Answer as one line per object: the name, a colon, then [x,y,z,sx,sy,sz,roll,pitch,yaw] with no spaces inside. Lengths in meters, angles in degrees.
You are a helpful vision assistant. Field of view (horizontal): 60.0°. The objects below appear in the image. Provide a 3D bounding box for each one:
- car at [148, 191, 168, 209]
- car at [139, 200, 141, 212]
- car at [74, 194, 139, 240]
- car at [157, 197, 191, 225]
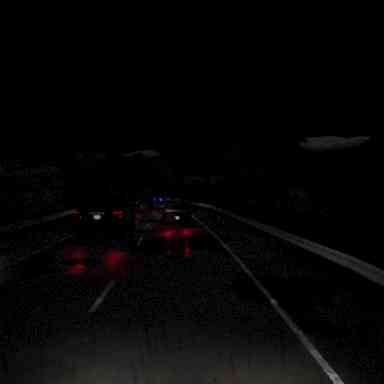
car: [-4.114,0.939,40.539,2.150,2.045,5.566,0,1,-13]
car: [-6.391,1.251,34.558,2.128,1.511,4.902,0,0,-11]
car: [-4.088,1.108,16.335,2.150,2.045,5.566,0,0,-4]
car: [-1.122,1.332,22.485,2.128,1.511,4.902,0,0,-6]
